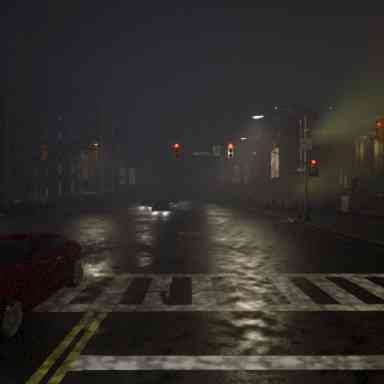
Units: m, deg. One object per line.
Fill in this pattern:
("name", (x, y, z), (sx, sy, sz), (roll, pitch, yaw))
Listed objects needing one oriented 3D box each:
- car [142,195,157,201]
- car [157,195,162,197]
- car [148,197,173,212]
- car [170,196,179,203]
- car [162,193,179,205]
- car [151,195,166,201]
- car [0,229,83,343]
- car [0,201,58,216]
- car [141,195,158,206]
("car", (-10.708, 1.531, 83.254), (2.033, 1.411, 5.357), (0, 0, -25))
("car", (-7.135, 1.503, 69.086), (1.837, 1.490, 4.892), (0, 0, 0))
("car", (-3.634, 1.564, 39.069), (1.994, 1.385, 4.181), (0, 0, 0))
("car", (-3.863, 1.524, 72.391), (1.812, 1.442, 4.674), (0, 0, -7))
("car", (-3.664, 1.218, 59.508), (2.150, 2.045, 5.566), (0, 0, 0))
("car", (-8.712, 1.483, 86.933), (2.033, 1.411, 5.357), (0, 0, -29))
("car", (-3.601, 1.526, 6.571), (1.812, 1.442, 4.674), (0, 0, 0))
("car", (-15.989, 1.547, 32.468), (5.357, 1.411, 2.033), (0, 0, -17))
("car", (-7.152, 1.601, 54.311), (1.895, 1.301, 4.718), (0, 0, 0))
